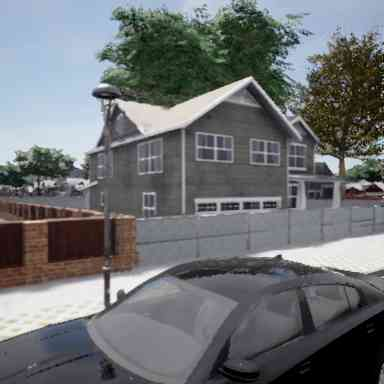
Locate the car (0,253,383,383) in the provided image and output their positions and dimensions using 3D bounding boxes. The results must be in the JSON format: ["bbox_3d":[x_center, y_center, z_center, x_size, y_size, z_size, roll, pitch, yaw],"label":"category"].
[{"bbox_3d":[0.316,1.472,3.300,5.008,1.535,1.882,0,0,-36],"label":"car"}]
